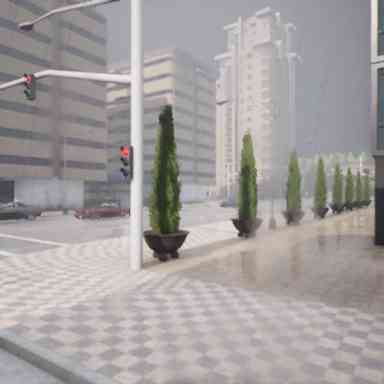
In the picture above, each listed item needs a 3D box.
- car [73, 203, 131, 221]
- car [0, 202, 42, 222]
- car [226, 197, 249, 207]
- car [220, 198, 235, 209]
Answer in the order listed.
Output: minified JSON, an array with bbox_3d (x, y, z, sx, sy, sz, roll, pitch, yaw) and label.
[{"bbox_3d":[-7.209,1.605,27.073,1.895,1.301,4.718,0,0,34],"label":"car"},{"bbox_3d":[-13.463,1.487,24.137,2.128,1.511,4.902,0,0,34],"label":"car"},{"bbox_3d":[7.464,1.563,54.510,1.812,1.442,4.674,0,0,34],"label":"car"},{"bbox_3d":[5.496,1.567,45.570,1.994,1.385,4.181,0,0,35],"label":"car"}]
